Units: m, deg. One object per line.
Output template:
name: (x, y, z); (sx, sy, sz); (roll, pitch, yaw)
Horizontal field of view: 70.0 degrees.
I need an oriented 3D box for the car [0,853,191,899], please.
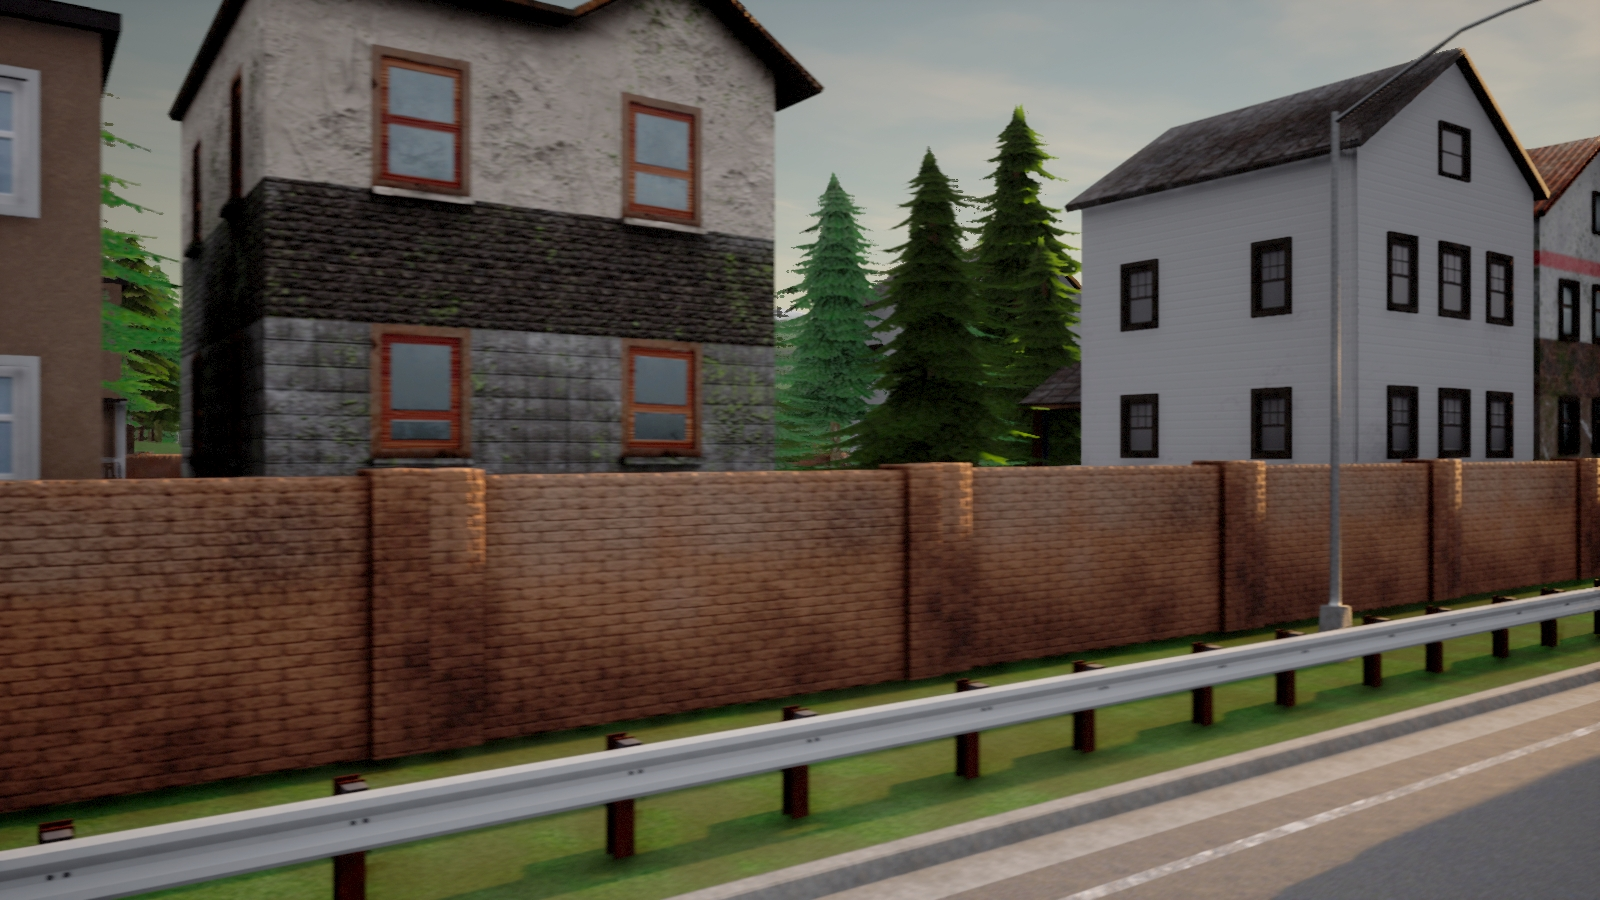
car: (-3.264, 2.040, 1.501); (4.514, 1.525, 2.007); (0, 0, -35)
